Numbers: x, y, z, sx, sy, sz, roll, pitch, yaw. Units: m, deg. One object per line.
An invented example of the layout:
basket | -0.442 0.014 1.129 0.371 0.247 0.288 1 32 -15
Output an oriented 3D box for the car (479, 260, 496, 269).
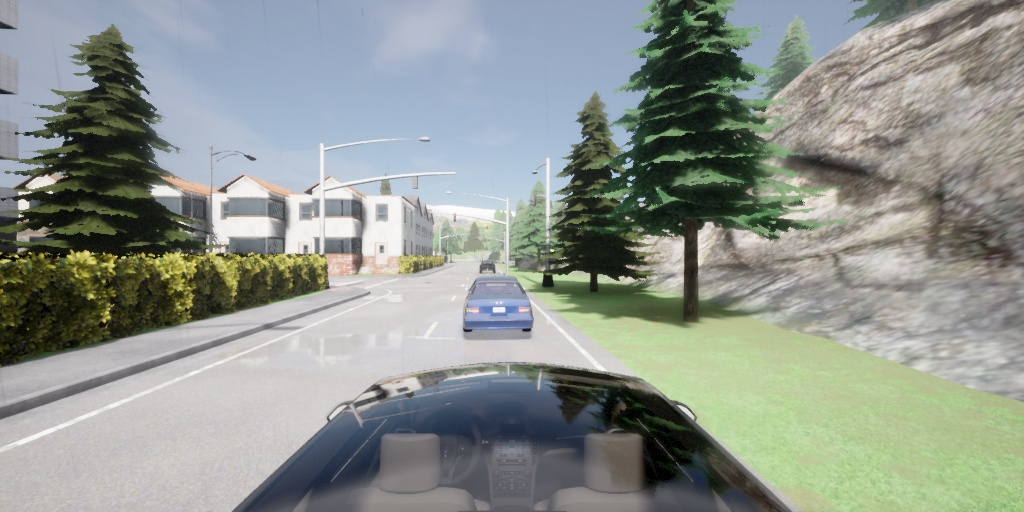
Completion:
car | -2.969 1.254 43.282 1.837 1.490 4.892 0 0 -5

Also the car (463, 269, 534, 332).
car | -0.483 1.297 10.840 2.033 1.411 5.357 0 0 -4
